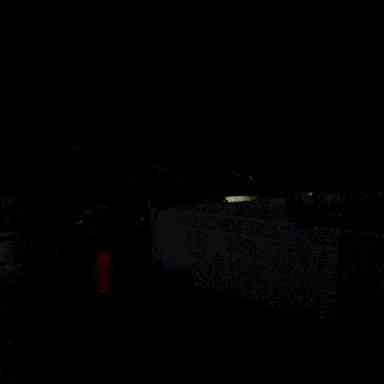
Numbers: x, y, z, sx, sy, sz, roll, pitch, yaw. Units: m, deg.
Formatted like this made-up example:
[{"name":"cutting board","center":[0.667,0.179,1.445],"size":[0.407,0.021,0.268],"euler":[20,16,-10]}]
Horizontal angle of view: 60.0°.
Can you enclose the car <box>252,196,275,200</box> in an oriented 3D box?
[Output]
[{"name":"car","center":[7.457,1.118,34.429],"size":[1.882,1.535,5.008],"euler":[-2,-1,37]}]

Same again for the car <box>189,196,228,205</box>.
[{"name":"car","center":[1.274,1.117,26.021],"size":[2.097,1.767,4.553],"euler":[-2,-1,34]}]

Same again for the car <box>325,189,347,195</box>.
[{"name":"car","center":[20.525,0.556,47.305],"size":[2.150,2.045,5.566],"euler":[-2,-1,36]}]

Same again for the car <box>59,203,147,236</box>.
[{"name":"car","center":[-4.645,1.366,17.940],"size":[1.882,1.535,5.008],"euler":[-2,-1,36]}]
